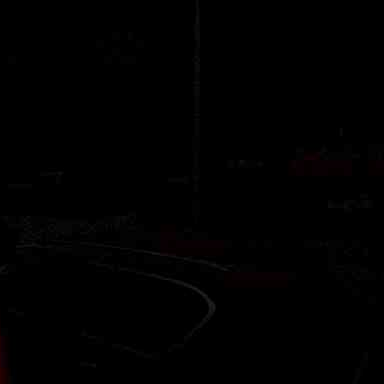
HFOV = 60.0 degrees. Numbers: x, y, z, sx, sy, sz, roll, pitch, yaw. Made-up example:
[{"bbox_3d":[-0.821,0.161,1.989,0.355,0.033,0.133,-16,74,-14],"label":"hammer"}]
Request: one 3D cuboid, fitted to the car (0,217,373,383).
[{"bbox_3d":[-0.898,1.316,3.440,5.009,1.841,2.192,0,1,36],"label":"car"}]
